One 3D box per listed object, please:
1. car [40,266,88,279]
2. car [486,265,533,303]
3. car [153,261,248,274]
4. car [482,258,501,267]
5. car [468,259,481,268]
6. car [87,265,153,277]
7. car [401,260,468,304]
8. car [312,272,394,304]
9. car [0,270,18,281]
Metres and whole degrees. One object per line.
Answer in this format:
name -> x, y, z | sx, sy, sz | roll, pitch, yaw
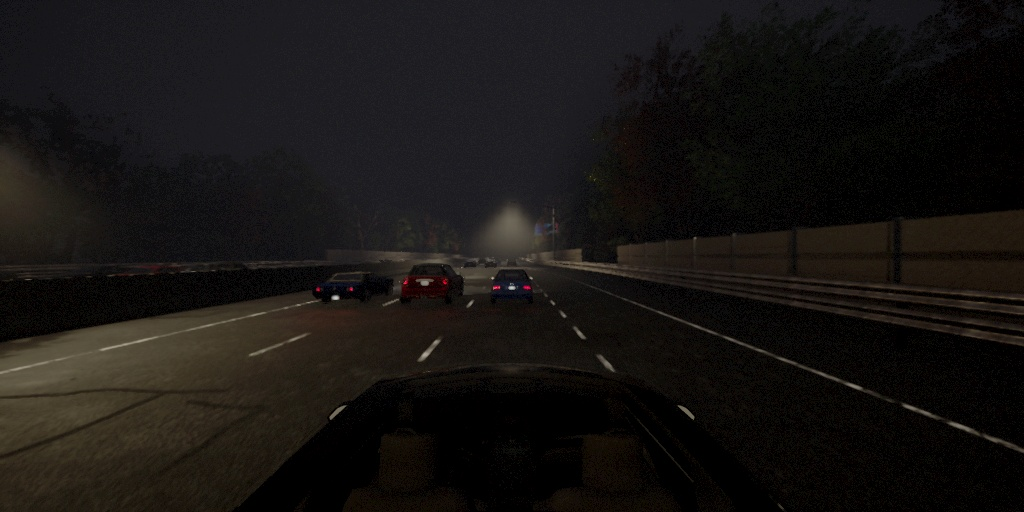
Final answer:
car -> -24.592, 1.292, 21.158 | 1.812, 1.442, 4.674 | 0, 0, 0
car -> -0.007, 1.311, 16.738 | 2.033, 1.411, 5.357 | 0, 0, 0
car -> -17.593, 1.119, 21.012 | 2.097, 1.767, 4.553 | 0, 0, 0
car -> -3.510, 1.298, 61.767 | 2.128, 1.511, 4.902 | 0, 0, 0
car -> -7.015, 1.298, 61.676 | 2.128, 1.511, 4.902 | 0, 0, 0
car -> -21.093, 1.292, 21.008 | 1.812, 1.442, 4.674 | 0, 0, 0
car -> -3.504, 1.115, 16.552 | 2.097, 1.767, 4.553 | 0, 0, 0
car -> -7.005, 1.364, 16.461 | 1.895, 1.301, 4.718 | 0, 0, 0
car -> -28.091, 1.256, 17.631 | 2.128, 1.511, 4.902 | 0, 0, 0
